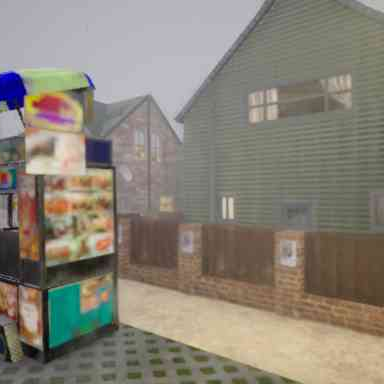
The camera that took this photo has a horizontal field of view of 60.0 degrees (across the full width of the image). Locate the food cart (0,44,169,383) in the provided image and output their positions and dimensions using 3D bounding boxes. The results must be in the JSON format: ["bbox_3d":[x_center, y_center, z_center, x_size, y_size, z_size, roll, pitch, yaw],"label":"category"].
[{"bbox_3d":[-2.941,0.442,5.327,4.660,3.560,2.280,-1,0,35],"label":"food cart"}]
